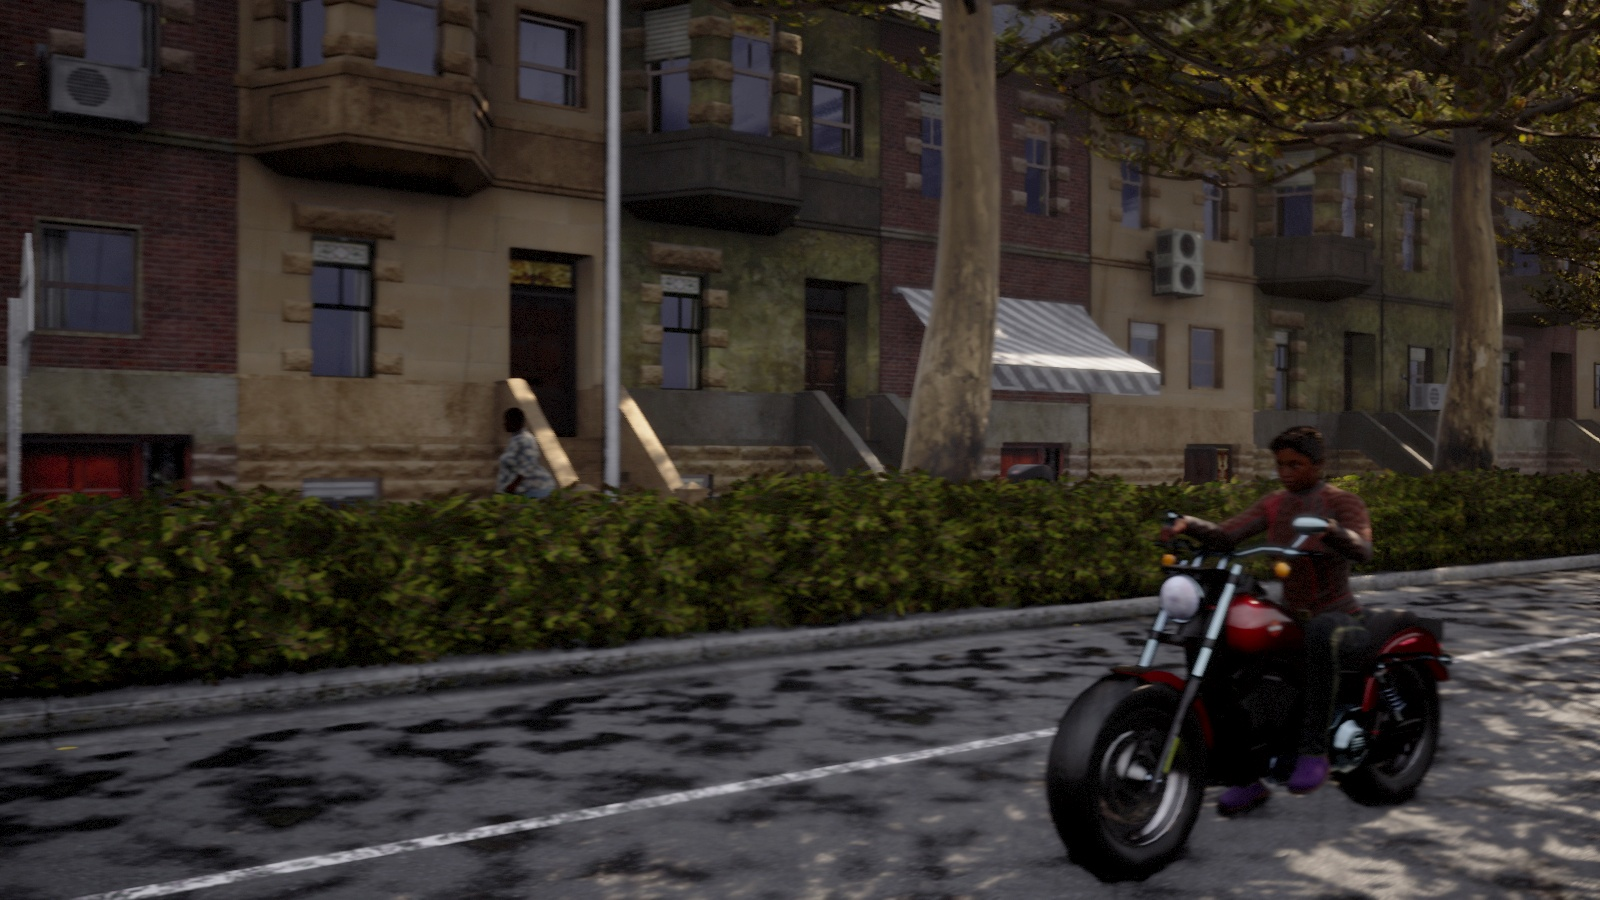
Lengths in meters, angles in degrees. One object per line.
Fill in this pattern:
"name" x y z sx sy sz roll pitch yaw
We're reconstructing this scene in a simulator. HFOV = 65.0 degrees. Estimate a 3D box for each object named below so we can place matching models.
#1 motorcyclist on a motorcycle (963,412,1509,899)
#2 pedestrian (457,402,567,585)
"motorcyclist on a motorcycle" 1.778 0.703 4.896 2.350 1.649 0.766 0 0 -35
"pedestrian" -3.069 0.441 13.349 0.900 1.855 0.874 0 0 -32
